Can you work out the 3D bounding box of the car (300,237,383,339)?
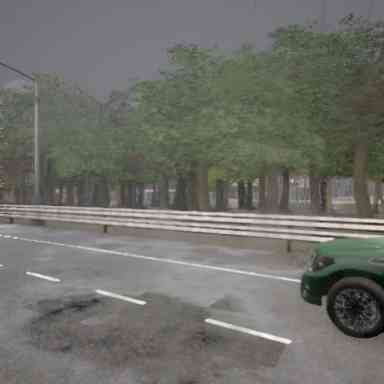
[{"bbox_3d":[4.550,1.222,4.923,5.566,2.045,2.150,0,0,36],"label":"car"}]
